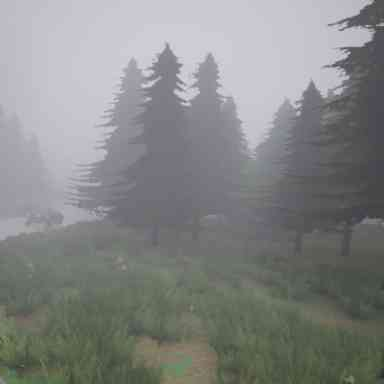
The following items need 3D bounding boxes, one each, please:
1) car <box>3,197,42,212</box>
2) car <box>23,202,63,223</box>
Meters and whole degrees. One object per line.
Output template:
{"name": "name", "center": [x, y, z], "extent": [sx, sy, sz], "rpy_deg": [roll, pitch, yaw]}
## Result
{"name": "car", "center": [-17.070, 1.534, 34.097], "extent": [2.150, 2.045, 5.566], "rpy_deg": [4, -3, -5]}
{"name": "car", "center": [-13.466, 2.159, 30.773], "extent": [2.097, 1.767, 4.553], "rpy_deg": [4, -3, -5]}
